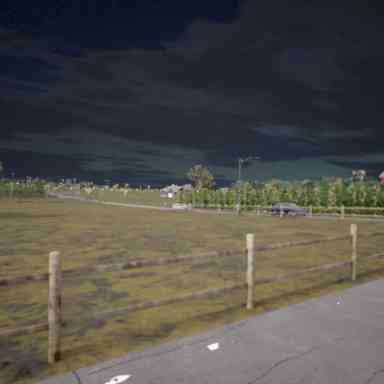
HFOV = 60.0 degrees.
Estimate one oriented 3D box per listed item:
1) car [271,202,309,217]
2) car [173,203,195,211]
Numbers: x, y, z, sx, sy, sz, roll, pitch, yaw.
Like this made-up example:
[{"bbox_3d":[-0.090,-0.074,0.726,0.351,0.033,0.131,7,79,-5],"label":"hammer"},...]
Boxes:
[{"bbox_3d":[11.912,2.085,40.529,2.097,1.767,4.553,3,-3,-35],"label":"car"},{"bbox_3d":[-1.484,2.701,59.379,1.895,1.301,4.718,3,-2,-35],"label":"car"}]
